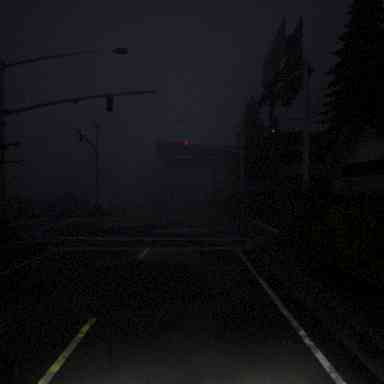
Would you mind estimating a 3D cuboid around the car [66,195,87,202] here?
[{"bbox_3d":[-24.035,1.311,69.134,3.633,1.501,1.845,0,0,-1],"label":"car"}]

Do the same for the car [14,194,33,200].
[{"bbox_3d":[-42.535,1.363,84.000,3.633,1.501,1.845,0,0,-1],"label":"car"}]

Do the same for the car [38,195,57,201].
[{"bbox_3d":[-35.097,1.374,81.063,3.806,1.475,1.970,0,0,-1],"label":"car"}]

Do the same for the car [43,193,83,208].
[{"bbox_3d":[-16.771,1.072,43.440,3.866,1.878,1.905,0,0,-1],"label":"car"}]

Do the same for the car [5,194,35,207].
[{"bbox_3d":[-24.658,1.092,46.681,4.605,1.855,1.932,0,0,-1],"label":"car"}]

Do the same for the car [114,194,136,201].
[{"bbox_3d":[-16.431,1.320,81.025,5.027,1.636,2.152,0,0,-1],"label":"car"}]

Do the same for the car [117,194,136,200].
[{"bbox_3d":[-16.501,1.329,84.161,4.514,1.523,2.007,0,0,-1],"label":"car"}]

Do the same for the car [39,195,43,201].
[{"bbox_3d":[-24.019,1.291,59.141,4.514,1.523,2.007,0,0,-1],"label":"car"}]

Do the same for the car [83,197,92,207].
[{"bbox_3d":[-16.179,1.355,46.768,3.806,1.475,1.970,0,0,-1],"label":"car"}]
